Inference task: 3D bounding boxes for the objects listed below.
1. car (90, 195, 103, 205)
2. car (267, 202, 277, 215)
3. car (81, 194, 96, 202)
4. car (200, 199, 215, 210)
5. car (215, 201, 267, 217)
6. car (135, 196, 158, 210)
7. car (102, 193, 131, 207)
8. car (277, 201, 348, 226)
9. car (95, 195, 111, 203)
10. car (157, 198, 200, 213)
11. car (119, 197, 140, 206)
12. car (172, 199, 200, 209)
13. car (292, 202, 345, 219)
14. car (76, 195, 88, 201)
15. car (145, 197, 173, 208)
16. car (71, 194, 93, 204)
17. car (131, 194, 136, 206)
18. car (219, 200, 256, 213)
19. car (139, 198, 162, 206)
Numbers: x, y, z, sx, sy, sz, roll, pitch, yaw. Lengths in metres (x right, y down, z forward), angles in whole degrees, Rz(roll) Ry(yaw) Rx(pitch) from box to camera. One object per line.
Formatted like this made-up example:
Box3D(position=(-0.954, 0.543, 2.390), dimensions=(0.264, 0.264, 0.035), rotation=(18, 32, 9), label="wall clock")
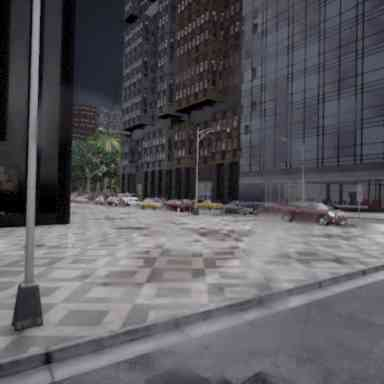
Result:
Box3D(position=(-14.245, 1.524, 53.149), dimensions=(1.802, 1.307, 4.206), rotation=(2, -1, -35), label="car")
Box3D(position=(8.621, 1.731, 35.746), dimensions=(1.802, 1.307, 4.206), rotation=(2, -1, -35), label="car")
Box3D(position=(-26.398, 1.477, 84.902), dimensions=(2.192, 1.841, 5.009), rotation=(2, -1, -35), label="car")
Box3D(position=(2.155, 1.681, 44.822), dimensions=(1.752, 1.417, 4.829), rotation=(2, -1, -35), label="car")
Box3D(position=(4.574, 1.560, 31.329), dimensions=(1.994, 1.385, 4.181), rotation=(2, -1, -35), label="car")
Box3D(position=(-4.591, 1.460, 39.604), dimensions=(1.752, 1.417, 4.829), rotation=(2, -1, -35), label="car")
Box3D(position=(-11.057, 1.381, 48.682), dimensions=(1.967, 1.590, 4.097), rotation=(2, -1, -35), label="car")
Box3D(position=(8.033, 1.361, 21.893), dimensions=(1.967, 1.590, 4.097), rotation=(2, -1, -36), label="car")
Box3D(position=(-20.208, 1.505, 75.567), dimensions=(2.097, 1.767, 4.553), rotation=(2, -1, -35), label="car")
Box3D(position=(-1.505, 1.476, 35.273), dimensions=(1.887, 1.381, 4.507), rotation=(2, -1, -35), label="car")
Box3D(position=(-11.167, 1.617, 58.760), dimensions=(1.812, 1.442, 4.674), rotation=(2, -1, -35), label="car")
Box3D(position=(-0.930, 1.710, 49.151), dimensions=(2.008, 1.369, 4.403), rotation=(2, -1, -35), label="car")
Box3D(position=(11.806, 1.711, 31.278), dimensions=(1.947, 1.339, 4.313), rotation=(2, -1, -35), label="car")
Box3D(position=(-29.685, 1.687, 89.506), dimensions=(1.752, 1.417, 4.829), rotation=(2, -1, -35), label="car")
Box3D(position=(-5.095, 1.582, 50.312), dimensions=(2.128, 1.511, 4.902), rotation=(2, -1, -35), label="car")
Box3D(position=(-20.514, 1.467, 61.950), dimensions=(1.752, 1.417, 4.829), rotation=(2, -1, -35), label="car")
Box3D(position=(-9.687, 1.239, 51.502), dimensions=(2.150, 2.045, 5.566), rotation=(2, -2, -35), label="car")
Box3D(position=(5.438, 1.718, 40.214), dimensions=(1.947, 1.339, 4.313), rotation=(2, -1, -35), label="car")
Box3D(position=(-7.299, 1.714, 58.089), dimensions=(2.008, 1.369, 4.403), rotation=(2, -1, -35), label="car")
